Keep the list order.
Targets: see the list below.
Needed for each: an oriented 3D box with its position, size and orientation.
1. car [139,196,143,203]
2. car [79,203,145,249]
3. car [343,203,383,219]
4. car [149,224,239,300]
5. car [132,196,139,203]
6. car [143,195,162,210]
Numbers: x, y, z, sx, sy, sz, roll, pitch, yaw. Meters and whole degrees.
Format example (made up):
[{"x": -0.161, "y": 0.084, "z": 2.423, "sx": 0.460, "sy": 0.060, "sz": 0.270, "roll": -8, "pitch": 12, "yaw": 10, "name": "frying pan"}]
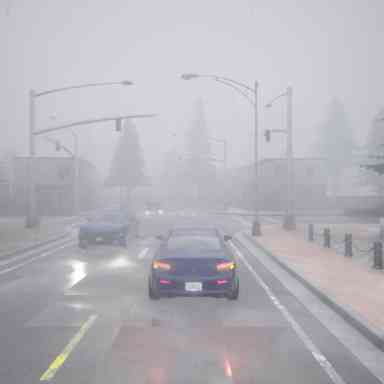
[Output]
[{"x": -6.689, "y": 1.315, "z": 52.970, "sx": 2.097, "sy": 1.767, "sz": 4.553, "roll": 0, "pitch": 0, "yaw": -15, "name": "car"}, {"x": -3.477, "y": 1.477, "z": 14.815, "sx": 1.882, "sy": 1.535, "sz": 5.008, "roll": 0, "pitch": 0, "yaw": -1, "name": "car"}, {"x": 15.443, "y": 1.584, "z": 28.132, "sx": 4.718, "sy": 1.301, "sz": 1.895, "roll": 0, "pitch": 0, "yaw": 2, "name": "car"}, {"x": 0.041, "y": 1.525, "z": 8.256, "sx": 1.812, "sy": 1.442, "sz": 4.674, "roll": 0, "pitch": 0, "yaw": 0, "name": "car"}, {"x": -10.082, "y": 1.468, "z": 62.777, "sx": 1.837, "sy": 1.490, "sz": 4.892, "roll": 0, "pitch": 0, "yaw": -23, "name": "car"}, {"x": -4.938, "y": 1.441, "z": 43.084, "sx": 1.882, "sy": 1.535, "sz": 5.008, "roll": 0, "pitch": 0, "yaw": -6, "name": "car"}]
